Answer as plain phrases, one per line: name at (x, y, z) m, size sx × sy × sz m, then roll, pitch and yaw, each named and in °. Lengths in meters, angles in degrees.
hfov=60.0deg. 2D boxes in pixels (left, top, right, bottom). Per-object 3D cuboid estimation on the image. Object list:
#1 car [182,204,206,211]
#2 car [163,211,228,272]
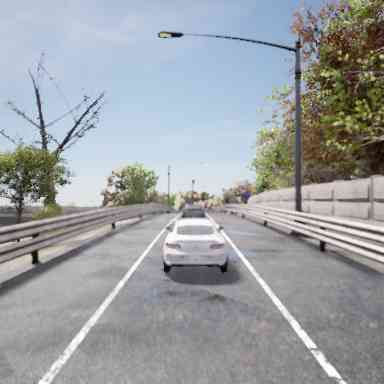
car at (0.162, 1.716, 28.160) m, size 2.128 × 1.511 × 4.902 m, roll 0°, pitch -1°, yaw 0°
car at (0.093, 1.556, 10.846) m, size 1.812 × 1.442 × 4.674 m, roll 0°, pitch 0°, yaw 0°
